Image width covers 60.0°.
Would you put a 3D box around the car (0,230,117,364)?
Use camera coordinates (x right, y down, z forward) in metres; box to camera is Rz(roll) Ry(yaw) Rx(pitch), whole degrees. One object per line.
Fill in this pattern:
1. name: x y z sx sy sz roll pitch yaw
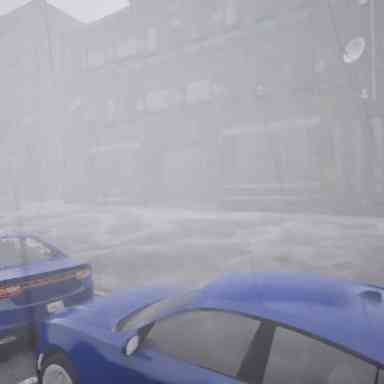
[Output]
1. car: -3.937 1.436 6.081 5.008 1.535 2.097 0 0 35
